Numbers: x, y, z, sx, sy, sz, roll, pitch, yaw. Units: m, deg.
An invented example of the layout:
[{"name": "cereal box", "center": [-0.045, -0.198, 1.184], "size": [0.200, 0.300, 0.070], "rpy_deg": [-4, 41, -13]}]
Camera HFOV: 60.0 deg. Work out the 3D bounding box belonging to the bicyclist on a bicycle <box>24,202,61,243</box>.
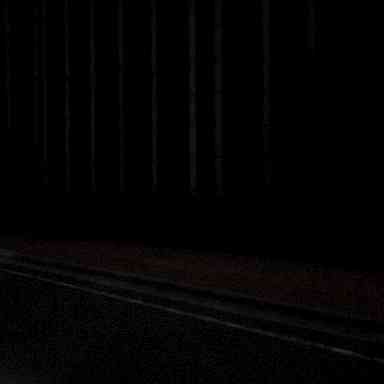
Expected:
[{"name": "bicyclist on a bicycle", "center": [-6.092, 1.220, 13.653], "size": [0.582, 1.620, 1.656], "rpy_deg": [0, 1, 33]}]
